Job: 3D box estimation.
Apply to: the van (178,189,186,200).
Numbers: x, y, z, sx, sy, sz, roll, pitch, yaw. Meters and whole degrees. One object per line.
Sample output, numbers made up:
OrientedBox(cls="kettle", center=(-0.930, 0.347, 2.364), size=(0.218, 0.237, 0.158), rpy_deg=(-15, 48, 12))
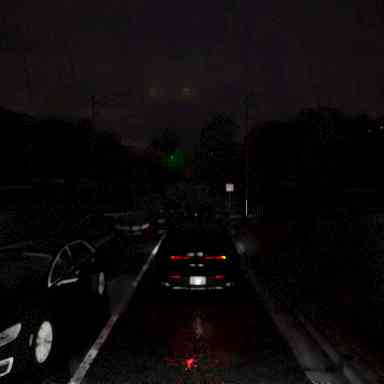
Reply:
OrientedBox(cls="van", center=(-2.520, 0.894, 65.286), size=(1.690, 1.788, 3.998), rpy_deg=(-1, 1, 0))

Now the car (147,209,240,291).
OrientedBox(cls="car", center=(0.120, 1.439, 8.822), size=(1.837, 1.490, 4.892), rpy_deg=(0, 0, 0))

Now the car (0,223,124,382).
OrientedBox(cls="car", center=(-2.648, 1.509, 5.462), size=(2.008, 1.369, 4.403), rpy_deg=(-2, 0, 0))

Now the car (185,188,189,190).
OrientedBox(cls="car", center=(-2.452, 0.469, 92.997), size=(2.192, 1.841, 5.009), rpy_deg=(-1, 1, 0))

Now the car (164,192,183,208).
OrientedBox(cls="car", center=(-2.571, 1.176, 43.132), size=(1.967, 1.590, 4.097), rpy_deg=(-2, 0, 0))

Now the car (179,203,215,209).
OrientedBox(cls="car", center=(0.599, 1.446, 23.160), size=(1.895, 1.301, 4.718), rpy_deg=(0, 0, 9))

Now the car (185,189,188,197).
OrientedBox(cls="car", center=(-2.508, 0.803, 70.829), size=(2.192, 1.841, 5.009), rpy_deg=(-1, 1, 0))

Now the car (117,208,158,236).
OrientedBox(cls="car", center=(-2.624, 1.465, 16.356), size=(1.802, 1.307, 4.206), rpy_deg=(-2, 0, 0))
